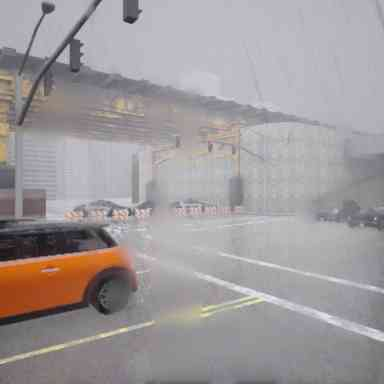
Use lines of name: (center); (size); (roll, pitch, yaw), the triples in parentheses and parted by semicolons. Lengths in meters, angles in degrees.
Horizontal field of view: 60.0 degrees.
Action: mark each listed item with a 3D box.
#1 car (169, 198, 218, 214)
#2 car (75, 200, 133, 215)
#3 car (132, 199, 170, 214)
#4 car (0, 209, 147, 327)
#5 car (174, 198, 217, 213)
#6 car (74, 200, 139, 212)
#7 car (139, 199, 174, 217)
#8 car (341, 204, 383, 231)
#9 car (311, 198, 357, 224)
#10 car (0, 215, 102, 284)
car: (0.129, 1.453, 35.259); (4.974, 1.542, 2.038); (0, 0, -7)
car: (-7.575, 1.295, 28.818); (4.536, 1.218, 1.853); (0, 0, 8)
car: (-3.764, 1.295, 31.547); (1.853, 1.218, 4.536); (0, 0, 18)
car: (-3.344, 1.352, 5.960); (4.553, 1.767, 2.097); (0, 0, -36)
car: (0.077, 1.295, 35.252); (4.536, 1.218, 1.853); (0, 0, -7)
car: (-7.524, 1.453, 28.811); (4.974, 1.542, 2.038); (0, 0, 8)
car: (-3.780, 1.453, 31.497); (2.038, 1.542, 4.974); (0, 0, 18)
car: (11.451, 1.601, 20.721); (4.718, 1.301, 1.895); (0, 0, -42)
car: (10.796, 1.351, 24.782); (4.553, 1.767, 2.097); (0, 0, -41)
car: (-5.123, 1.505, 8.954); (4.892, 1.490, 1.837); (0, 0, -36)
